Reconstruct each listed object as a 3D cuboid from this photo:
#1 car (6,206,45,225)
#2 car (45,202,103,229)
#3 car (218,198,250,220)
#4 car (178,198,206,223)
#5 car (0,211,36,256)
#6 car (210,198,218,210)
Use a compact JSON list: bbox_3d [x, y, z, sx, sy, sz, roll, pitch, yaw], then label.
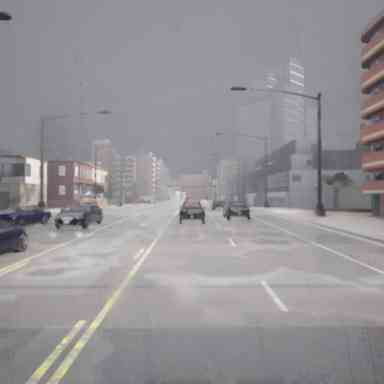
[{"bbox_3d":[-10.569,1.538,20.600,1.895,1.301,4.718,0,0,0],"label":"car"},{"bbox_3d":[-7.065,1.428,21.216,2.128,1.511,4.902,0,0,0],"label":"car"},{"bbox_3d":[3.586,1.417,27.437,2.128,1.511,4.902,0,0,0],"label":"car"},{"bbox_3d":[0.012,1.423,24.611,2.128,1.511,4.902,0,0,0],"label":"car"},{"bbox_3d":[-7.097,1.532,10.736,1.994,1.385,4.181,0,0,0],"label":"car"},{"bbox_3d":[3.575,1.592,44.710,1.837,1.490,4.892,0,-1,0],"label":"car"}]
